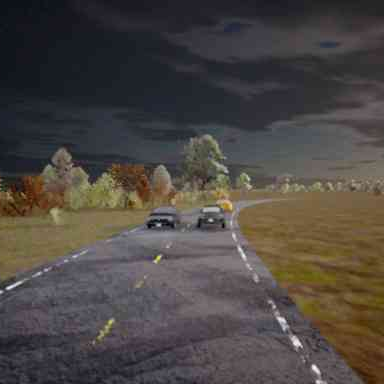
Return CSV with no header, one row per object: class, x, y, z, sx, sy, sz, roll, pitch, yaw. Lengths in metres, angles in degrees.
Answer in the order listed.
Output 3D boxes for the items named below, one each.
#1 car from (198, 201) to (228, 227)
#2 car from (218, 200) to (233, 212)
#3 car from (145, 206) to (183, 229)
car,1.439,1.647,23.543,1.812,1.442,4.674,0,0,6
car,3.960,1.677,41.234,1.882,1.535,5.008,0,0,10
car,-1.783,1.662,23.175,2.033,1.411,5.357,0,0,6
